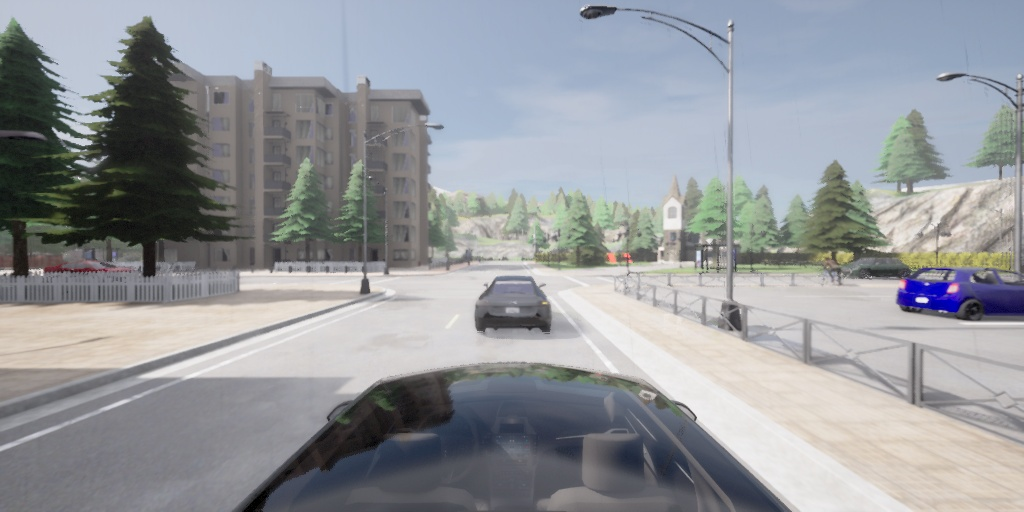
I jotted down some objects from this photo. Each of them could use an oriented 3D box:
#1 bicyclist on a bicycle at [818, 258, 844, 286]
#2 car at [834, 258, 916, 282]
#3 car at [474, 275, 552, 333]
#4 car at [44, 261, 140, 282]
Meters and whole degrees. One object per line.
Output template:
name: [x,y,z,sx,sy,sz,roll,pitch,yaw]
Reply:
bicyclist on a bicycle: [18.391,0.920,20.708,0.582,1.620,1.656,0,0,-1]
car: [28.256,0.913,28.281,4.553,1.767,2.097,0,0,0]
car: [0.067,1.246,10.519,1.994,1.385,4.181,0,0,1]
car: [-28.049,1.071,24.031,5.008,1.535,1.882,0,0,-1]
